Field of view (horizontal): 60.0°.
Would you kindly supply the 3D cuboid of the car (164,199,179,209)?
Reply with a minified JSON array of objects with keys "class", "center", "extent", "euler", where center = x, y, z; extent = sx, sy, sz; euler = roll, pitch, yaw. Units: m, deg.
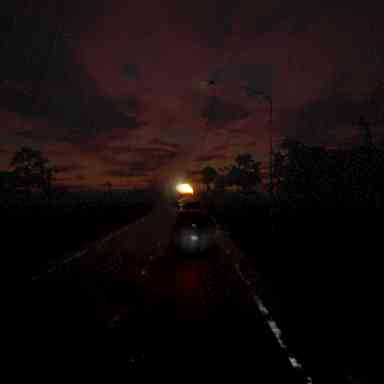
[{"class":"car","center":[-2.839,1.710,47.197],"extent":[1.994,1.385,4.181],"euler":[0,0,0]}]

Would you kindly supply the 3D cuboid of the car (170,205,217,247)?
[{"class":"car","center":[0.084,1.547,15.153],"extent":[1.837,1.490,4.892],"euler":[0,0,0]}]

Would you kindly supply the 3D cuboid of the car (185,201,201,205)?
[{"class":"car","center":[0.080,1.597,30.860],"extent":[1.837,1.490,4.892],"euler":[0,0,0]}]
